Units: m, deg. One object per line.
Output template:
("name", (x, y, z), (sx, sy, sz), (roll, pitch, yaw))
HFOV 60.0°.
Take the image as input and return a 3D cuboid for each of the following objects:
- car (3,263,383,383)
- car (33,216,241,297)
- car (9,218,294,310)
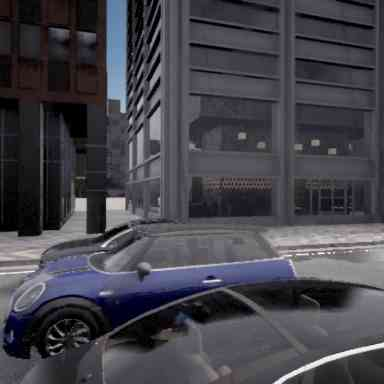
("car", (1.281, 1.504, 2.525), (4.892, 1.490, 1.837), (0, 0, -17))
("car", (-1.336, 1.503, 8.730), (4.892, 1.490, 1.837), (0, 0, -17))
("car", (-0.520, 1.350, 5.581), (4.553, 1.767, 2.097), (0, 0, -17))
